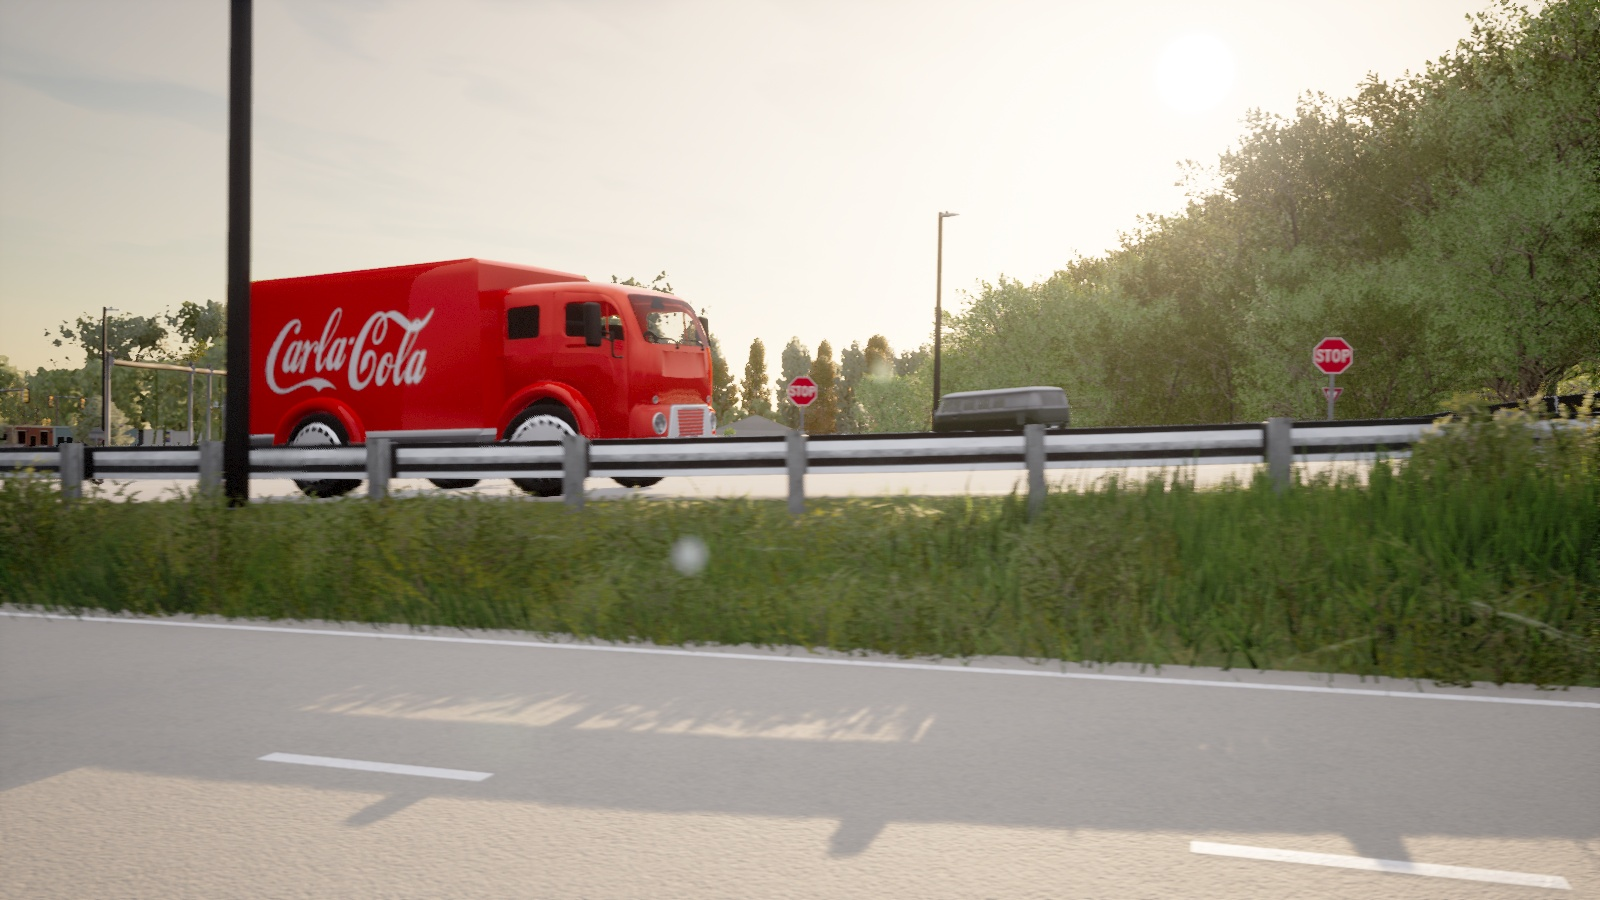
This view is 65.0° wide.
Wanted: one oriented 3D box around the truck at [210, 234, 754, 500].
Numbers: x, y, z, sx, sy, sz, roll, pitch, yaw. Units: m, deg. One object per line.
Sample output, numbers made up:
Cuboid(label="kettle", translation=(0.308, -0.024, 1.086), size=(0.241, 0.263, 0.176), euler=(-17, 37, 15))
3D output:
Cuboid(label="truck", translation=(-3.457, -0.783, 13.884), size=(5.204, 2.467, 2.627), euler=(-1, 2, 22))

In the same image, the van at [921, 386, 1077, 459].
Cuboid(label="van", translation=(5.946, -0.790, 37.980), size=(1.775, 1.987, 4.442), euler=(-2, 0, -43))
